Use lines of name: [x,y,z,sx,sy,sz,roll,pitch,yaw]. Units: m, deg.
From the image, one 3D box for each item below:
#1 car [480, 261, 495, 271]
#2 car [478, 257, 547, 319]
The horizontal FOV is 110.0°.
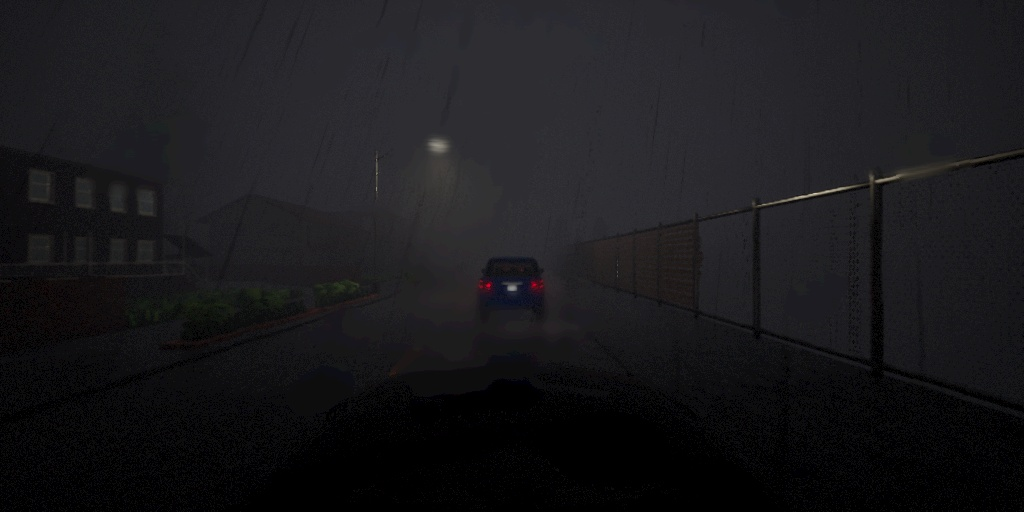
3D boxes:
car: [-3.860,1.591,56.370,1.812,1.442,4.674,0,0,2]
car: [0.034,1.039,13.194,2.150,2.045,5.566,0,0,1]
